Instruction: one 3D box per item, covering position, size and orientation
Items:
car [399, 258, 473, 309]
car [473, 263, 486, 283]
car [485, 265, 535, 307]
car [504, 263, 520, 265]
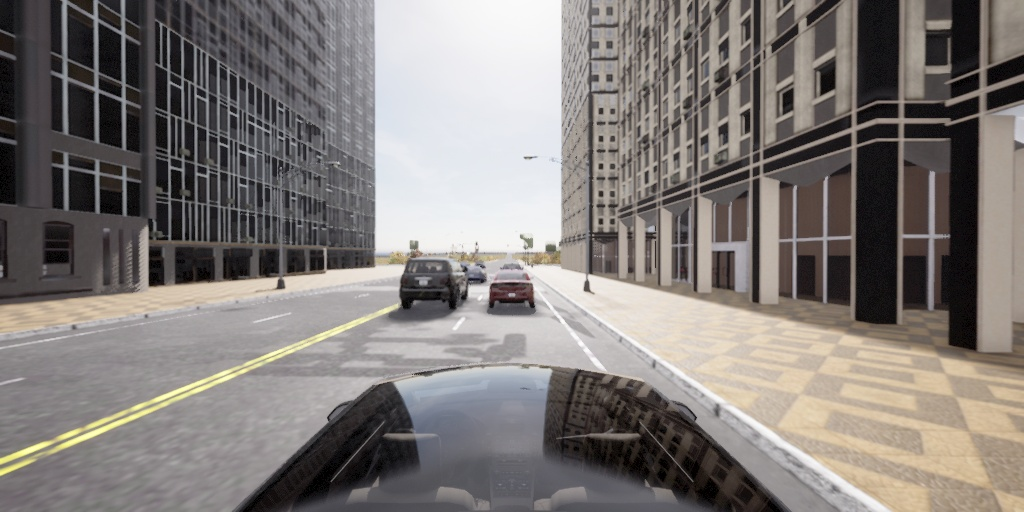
[{"bbox_3d":[-3.258,1.096,15.871,2.150,2.045,5.566,0,0,0],"label":"car"},{"bbox_3d":[-3.262,1.578,31.141,1.994,1.385,4.181,0,0,0],"label":"car"},{"bbox_3d":[-0.003,1.361,16.321,1.882,1.535,5.008,0,0,0],"label":"car"},{"bbox_3d":[-0.014,1.362,30.918,2.097,1.767,4.553,0,-1,0],"label":"car"}]
